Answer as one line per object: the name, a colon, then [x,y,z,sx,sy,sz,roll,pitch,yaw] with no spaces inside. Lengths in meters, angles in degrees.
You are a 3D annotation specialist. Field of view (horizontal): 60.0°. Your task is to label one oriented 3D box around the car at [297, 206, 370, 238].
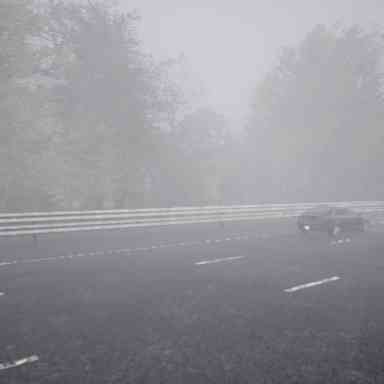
car: [7.644,1.506,17.787,4.892,1.490,1.837,0,0,-35]
